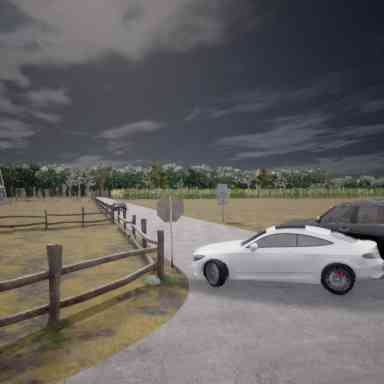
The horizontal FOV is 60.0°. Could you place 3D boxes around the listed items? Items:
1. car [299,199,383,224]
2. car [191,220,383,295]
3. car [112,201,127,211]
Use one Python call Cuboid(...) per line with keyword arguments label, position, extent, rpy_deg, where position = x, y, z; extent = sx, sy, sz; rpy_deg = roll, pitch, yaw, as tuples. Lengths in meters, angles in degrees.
Cuboid(label="car", position=(5.104, 1.227, 9.809), extent=(2.150, 2.045, 5.566), rpy_deg=(-2, 0, -40))
Cuboid(label="car", position=(2.294, 1.612, 8.648), extent=(4.674, 1.442, 1.812), rpy_deg=(-2, 0, 18))
Cuboid(label="car", position=(-10.823, 1.981, 49.471), extent=(2.033, 1.411, 5.357), rpy_deg=(-2, 0, -18))
